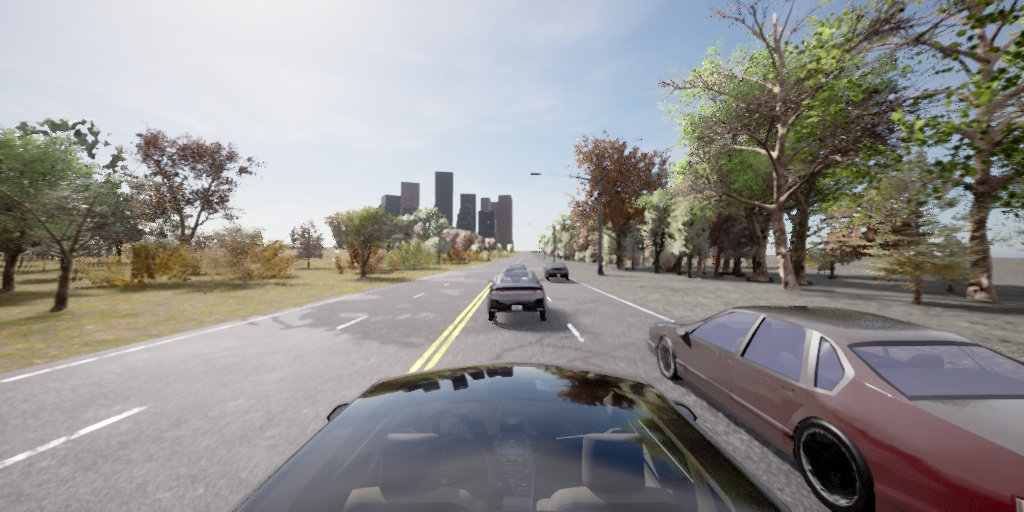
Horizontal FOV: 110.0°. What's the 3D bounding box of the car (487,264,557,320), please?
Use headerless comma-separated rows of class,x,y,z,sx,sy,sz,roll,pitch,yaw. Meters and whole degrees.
car,0.160,1.240,12.672,2.128,1.511,4.902,-1,1,0

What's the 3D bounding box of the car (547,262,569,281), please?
car,3.678,1.270,30.416,1.837,1.490,4.892,0,0,1

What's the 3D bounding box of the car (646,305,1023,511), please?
car,3.370,1.297,4.151,2.033,1.411,5.357,0,0,0
